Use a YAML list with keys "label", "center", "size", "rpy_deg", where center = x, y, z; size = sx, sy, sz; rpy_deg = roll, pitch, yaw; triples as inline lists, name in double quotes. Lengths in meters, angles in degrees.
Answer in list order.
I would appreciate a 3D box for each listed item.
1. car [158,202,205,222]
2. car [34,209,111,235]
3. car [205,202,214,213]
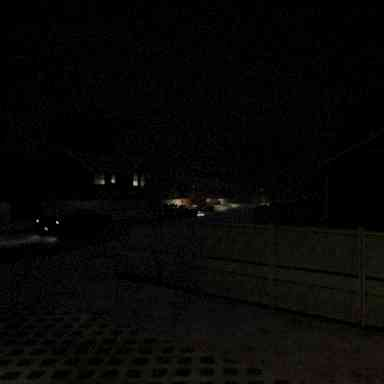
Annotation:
- label: "car"
  center: [-0.995, 1.790, 27.198]
  size: [2.128, 1.511, 4.902]
  rpy_deg: [1, 0, 22]
- label: "car"
  center: [-7.106, 1.741, 20.261]
  size: [1.895, 1.301, 4.718]
  rpy_deg: [1, 0, 24]
- label: "car"
  center: [1.388, 1.952, 42.156]
  size: [2.033, 1.411, 5.357]
  rpy_deg: [1, 0, 19]
